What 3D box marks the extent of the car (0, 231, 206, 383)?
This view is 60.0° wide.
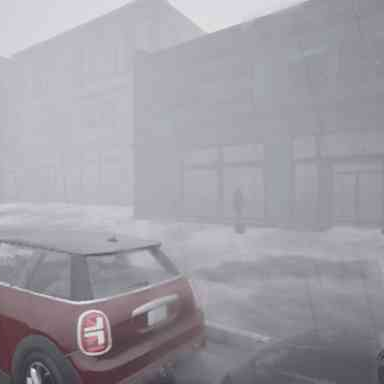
[{"bbox_3d":[-2.108,1.350,4.830,4.553,1.767,2.185,0,-1,35],"label":"car"}]
